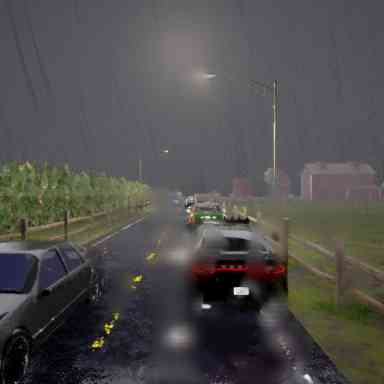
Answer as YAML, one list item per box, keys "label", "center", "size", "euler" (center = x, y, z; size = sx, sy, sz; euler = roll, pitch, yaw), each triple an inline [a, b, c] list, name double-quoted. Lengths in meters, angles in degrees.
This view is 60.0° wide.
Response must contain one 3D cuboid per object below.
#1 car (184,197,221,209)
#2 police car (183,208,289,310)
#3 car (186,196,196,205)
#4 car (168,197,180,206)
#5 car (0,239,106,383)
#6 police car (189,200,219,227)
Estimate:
- label: "car"
  center: [0.778, 1.351, 17.919]
  size: [2.097, 1.767, 4.553]
  euler: [0, 0, 0]
- label: "police car"
  center: [0.804, 1.425, 8.058]
  size: [1.930, 1.638, 5.238]
  euler: [0, 0, 0]
- label: "car"
  center: [-0.163, 1.539, 62.734]
  size: [1.882, 1.535, 5.008]
  euler: [0, 0, 0]
- label: "car"
  center: [-2.891, 1.589, 54.098]
  size: [2.033, 1.411, 5.357]
  euler: [0, 0, 0]
- label: "car"
  center: [-2.864, 1.547, 5.388]
  size: [2.033, 1.411, 5.357]
  euler: [0, 0, 0]
- label: "police car"
  center: [0.762, 1.425, 24.058]
  size: [1.930, 1.638, 5.238]
  euler: [0, 0, 0]
